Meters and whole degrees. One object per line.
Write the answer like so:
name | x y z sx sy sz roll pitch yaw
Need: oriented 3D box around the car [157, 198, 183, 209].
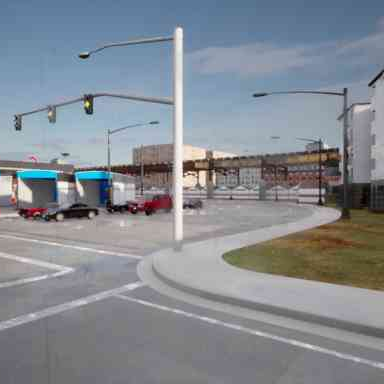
car | -2.952 1.547 46.053 2.033 1.411 5.357 0 0 15

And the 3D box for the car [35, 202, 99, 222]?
car | -9.603 1.525 26.509 1.812 1.442 4.674 0 0 36

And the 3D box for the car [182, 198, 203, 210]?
car | 0.122 1.547 44.123 2.033 1.411 5.357 0 0 16

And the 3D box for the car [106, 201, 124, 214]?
car | -7.115 1.601 36.248 1.895 1.301 4.718 0 0 30

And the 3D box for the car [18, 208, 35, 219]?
car | -12.305 1.601 28.693 1.895 1.301 4.718 0 0 37

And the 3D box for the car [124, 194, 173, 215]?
car | -4.135 1.221 34.443 2.150 2.045 5.566 0 0 30
